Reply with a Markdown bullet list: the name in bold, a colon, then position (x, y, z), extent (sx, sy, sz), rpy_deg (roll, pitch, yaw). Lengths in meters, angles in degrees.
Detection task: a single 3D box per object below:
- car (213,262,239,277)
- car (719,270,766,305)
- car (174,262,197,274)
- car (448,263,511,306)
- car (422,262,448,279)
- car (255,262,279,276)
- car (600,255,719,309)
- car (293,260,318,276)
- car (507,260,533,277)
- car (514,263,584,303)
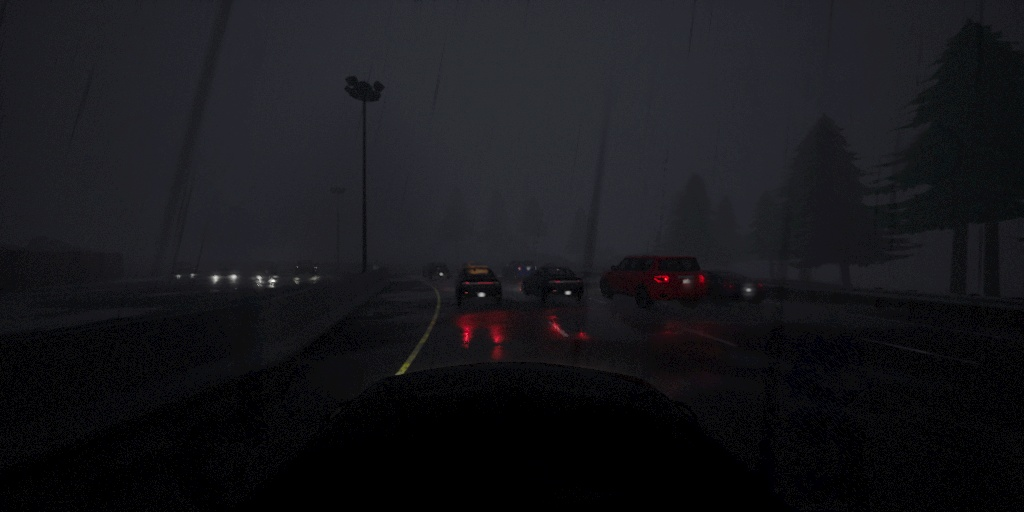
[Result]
- **car**: position (-30.510, 1.392, 38.302), extent (1.812, 1.442, 4.674), rpy_deg (0, 0, -37)
- **car**: position (9.014, 1.322, 16.111), extent (1.994, 1.385, 4.181), rpy_deg (0, 0, -9)
- **car**: position (-39.595, 1.439, 43.354), extent (5.357, 1.411, 2.033), rpy_deg (0, 0, 44)
- **car**: position (-1.634, 1.268, 16.083), extent (2.128, 1.511, 4.902), rpy_deg (0, 0, -11)
- **car**: position (-7.078, 1.321, 33.174), extent (1.837, 1.490, 4.892), rpy_deg (0, 0, -24)
- **car**: position (-26.234, 1.350, 38.371), extent (2.128, 1.511, 4.902), rpy_deg (0, 0, -36)
- **car**: position (5.688, 0.985, 15.195), extent (2.150, 2.045, 5.566), rpy_deg (0, 0, -9)
- **car**: position (-22.754, 1.206, 39.443), extent (2.097, 1.767, 4.553), rpy_deg (0, 0, -34)
- **car**: position (0.641, 1.153, 32.771), extent (2.097, 1.767, 4.553), rpy_deg (0, 0, -21)
- **car**: position (1.780, 1.264, 16.804), extent (2.128, 1.511, 4.902), rpy_deg (0, 0, -11)
